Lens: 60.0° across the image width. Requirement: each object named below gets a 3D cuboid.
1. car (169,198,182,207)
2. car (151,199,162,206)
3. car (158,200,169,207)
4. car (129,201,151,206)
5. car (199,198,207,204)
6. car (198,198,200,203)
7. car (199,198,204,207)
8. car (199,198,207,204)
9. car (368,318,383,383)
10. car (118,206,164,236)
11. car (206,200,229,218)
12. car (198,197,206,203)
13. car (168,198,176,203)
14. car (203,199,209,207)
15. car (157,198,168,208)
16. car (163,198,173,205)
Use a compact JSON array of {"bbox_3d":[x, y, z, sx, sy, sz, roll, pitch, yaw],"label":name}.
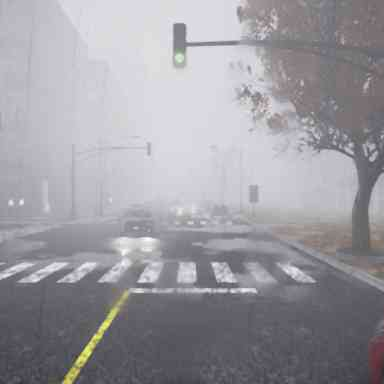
[{"bbox_3d":[-2.936,2.021,62.047,1.837,1.490,4.892,0,0,0],"label":"car"},{"bbox_3d":[-5.644,1.956,44.566,2.008,1.369,4.403,0,-1,0],"label":"car"},{"bbox_3d":[-5.621,2.205,66.694,1.802,1.307,4.206,0,-1,0],"label":"car"},{"bbox_3d":[-5.655,1.851,33.500,2.008,1.369,4.403,0,-1,0],"label":"car"},{"bbox_3d":[2.776,2.336,83.284,1.887,1.381,4.507,0,-1,0],"label":"car"},{"bbox_3d":[2.765,2.205,72.389,1.752,1.417,4.829,0,-1,0],"label":"car"},{"bbox_3d":[2.753,2.150,61.153,1.802,1.307,4.206,0,-1,0],"label":"car"},{"bbox_3d":[2.781,2.400,88.816,2.008,1.369,4.403,0,-1,0],"label":"car"},{"bbox_3d":[2.693,1.326,1.107,2.192,1.841,5.009,0,0,0],"label":"car"},{"bbox_3d":[-2.981,1.738,19.553,1.994,1.385,4.181,0,-1,0],"label":"car"},{"bbox_3d":[2.725,1.845,33.492,1.887,1.381,4.507,0,-1,0],"label":"car"},{"bbox_3d":[2.787,2.347,94.348,1.967,1.590,4.097,0,-1,0],"label":"car"},{"bbox_3d":[-5.594,2.458,94.356,2.008,1.369,4.403,0,-1,0],"label":"car"},{"bbox_3d":[2.736,1.932,44.727,1.752,1.417,4.829,0,-1,0],"label":"car"},{"bbox_3d":[-5.633,1.954,55.631,1.967,1.590,4.097,0,-1,0],"label":"car"},{"bbox_3d":[-5.610,2.174,77.761,1.967,1.590,4.097,0,-1,0],"label":"car"}]
